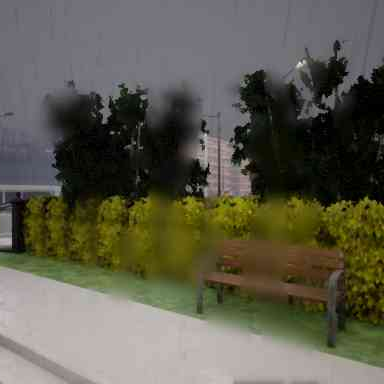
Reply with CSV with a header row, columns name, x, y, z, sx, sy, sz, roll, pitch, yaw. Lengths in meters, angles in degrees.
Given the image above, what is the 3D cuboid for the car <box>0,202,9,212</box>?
name,x,y,z,sx,sy,sz,roll,pitch,yaw
car,-19.742,1.520,37.456,1.994,1.385,4.181,0,0,35

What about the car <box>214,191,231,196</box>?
name,x,y,z,sx,sy,sz,roll,pitch,yaw
car,6.132,0.572,68.099,2.097,1.767,4.553,0,1,35

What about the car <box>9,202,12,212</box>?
name,x,y,z,sx,sy,sz,roll,pitch,yaw
car,-16.604,1.480,35.837,1.812,1.442,4.674,0,0,35
